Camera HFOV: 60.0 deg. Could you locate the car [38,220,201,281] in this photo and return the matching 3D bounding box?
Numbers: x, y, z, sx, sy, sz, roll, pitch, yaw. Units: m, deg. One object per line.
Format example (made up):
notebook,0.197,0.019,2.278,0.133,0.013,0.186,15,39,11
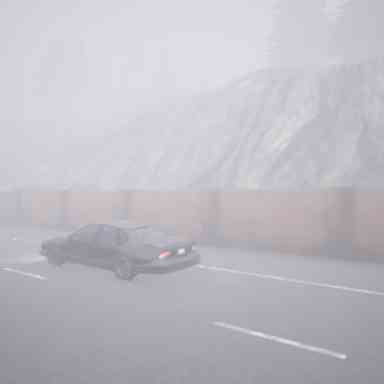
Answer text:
car,-2.334,1.570,9.909,5.357,1.411,2.033,0,0,35
